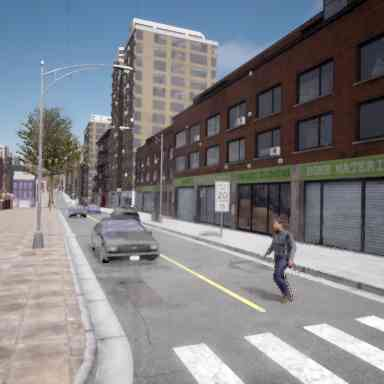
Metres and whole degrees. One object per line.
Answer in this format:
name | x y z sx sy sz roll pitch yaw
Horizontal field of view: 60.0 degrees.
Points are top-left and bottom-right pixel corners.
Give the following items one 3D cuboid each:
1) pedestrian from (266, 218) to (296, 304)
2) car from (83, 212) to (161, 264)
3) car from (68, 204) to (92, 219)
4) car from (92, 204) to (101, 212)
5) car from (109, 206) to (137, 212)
pedestrian | 1.897 1.403 7.047 0.375 1.860 0.375 1 0 -23
car | -2.792 1.706 12.843 2.033 1.411 5.357 1 -1 -22
car | -12.736 2.151 36.922 2.033 1.411 5.357 1 -2 -22
car | -14.652 2.456 49.131 2.033 1.411 5.357 1 -2 -22
car | -5.576 1.958 27.255 1.837 1.490 4.892 1 -2 -22
